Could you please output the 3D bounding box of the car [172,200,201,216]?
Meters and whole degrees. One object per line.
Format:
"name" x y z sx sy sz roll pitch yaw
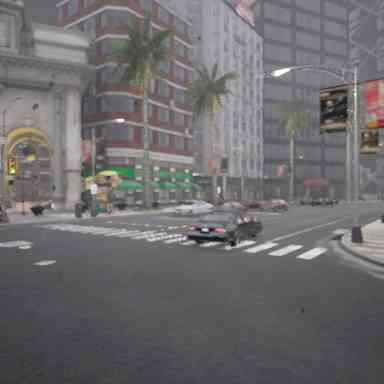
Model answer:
"car" 0.136 1.505 31.270 1.812 1.442 4.674 0 0 37

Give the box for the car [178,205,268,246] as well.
"car" 1.678 1.532 15.292 2.033 1.411 5.357 0 0 27

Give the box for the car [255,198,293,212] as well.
"car" 9.345 1.476 37.649 1.812 1.442 4.674 0 0 38

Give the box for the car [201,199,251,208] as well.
"car" 3.132 1.498 29.435 1.812 1.442 4.674 0 0 37

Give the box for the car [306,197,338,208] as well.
"car" 19.025 1.518 48.065 4.718 1.301 1.895 0 0 -38

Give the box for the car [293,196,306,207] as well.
"car" 16.241 1.414 50.235 4.902 1.511 2.128 0 0 -39

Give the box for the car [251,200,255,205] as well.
"car" 6.592 1.557 39.860 1.895 1.301 4.718 0 0 38
